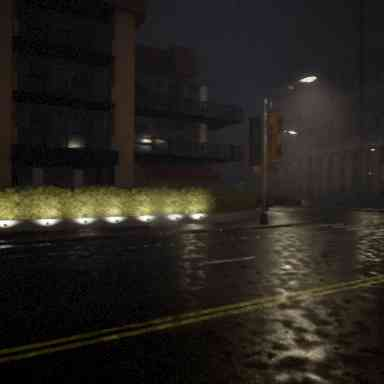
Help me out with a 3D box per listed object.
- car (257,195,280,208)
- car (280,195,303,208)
[{"bbox_3d":[8.009,1.124,40.399,1.837,1.490,4.892,0,1,-28],"label":"car"},{"bbox_3d":[11.458,1.116,41.377,1.882,1.535,5.008,0,1,-28],"label":"car"}]
